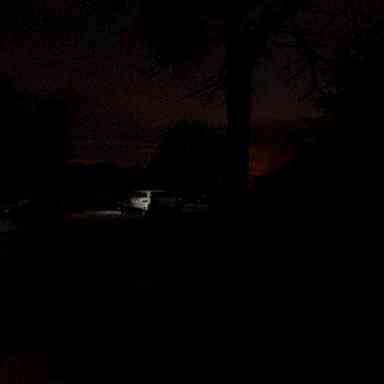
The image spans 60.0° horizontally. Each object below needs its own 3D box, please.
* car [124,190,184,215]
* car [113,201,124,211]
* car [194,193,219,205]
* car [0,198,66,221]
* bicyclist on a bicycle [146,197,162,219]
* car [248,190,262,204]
[{"bbox_3d":[-3.026,0.832,29.596,2.150,2.045,5.566,2,2,35],"label":"car"},{"bbox_3d":[-5.102,1.055,32.202,2.033,1.411,5.357,2,2,35],"label":"car"},{"bbox_3d":[1.988,0.910,43.614,1.812,1.442,4.674,2,1,30],"label":"car"},{"bbox_3d":[-11.321,1.167,23.614,1.812,1.442,4.674,2,2,37],"label":"car"},{"bbox_3d":[-2.788,1.180,24.297,1.656,1.620,0.582,0,1,36],"label":"bicyclist on a bicycle"},{"bbox_3d":[8.807,0.702,49.663,2.150,2.045,5.566,2,1,27],"label":"car"}]
